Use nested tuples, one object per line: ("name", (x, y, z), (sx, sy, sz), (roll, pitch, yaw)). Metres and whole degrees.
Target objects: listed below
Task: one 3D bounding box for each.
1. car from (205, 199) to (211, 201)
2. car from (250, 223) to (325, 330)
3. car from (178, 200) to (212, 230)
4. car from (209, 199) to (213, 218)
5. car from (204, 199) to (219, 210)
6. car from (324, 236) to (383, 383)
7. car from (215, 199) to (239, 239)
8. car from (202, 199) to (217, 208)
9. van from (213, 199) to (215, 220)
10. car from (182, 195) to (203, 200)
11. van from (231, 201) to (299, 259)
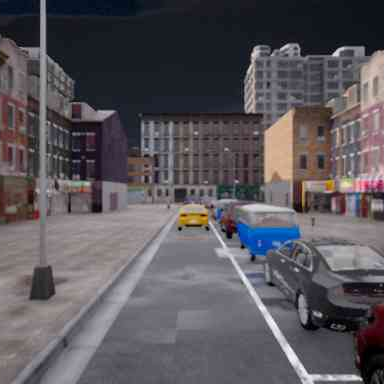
("car", (2.631, 1.570, 39.605), (1.967, 1.590, 4.097), (0, 0, 0))
("car", (2.635, 1.573, 6.752), (2.008, 1.369, 4.403), (0, 0, 0))
("car", (0.099, 1.550, 21.877), (1.882, 1.535, 5.008), (0, 0, 0))
("car", (2.632, 1.620, 28.824), (1.752, 1.417, 4.829), (0, 0, 0))
("car", (2.630, 1.673, 45.251), (1.752, 1.417, 4.829), (0, 0, 0))
("car", (2.635, 1.320, 1.278), (2.192, 1.841, 5.009), (0, 0, 0))
("car", (2.633, 1.373, 17.704), (2.192, 1.841, 5.009), (0, 0, 0))
("car", (2.630, 1.716, 50.556), (2.008, 1.369, 4.403), (0, 0, 0))
("van", (2.632, 1.417, 23.179), (1.690, 1.788, 3.998), (0, 0, 0))
("car", (0.092, 1.348, 38.379), (2.150, 2.045, 5.566), (0, 0, 0))
("van", (2.634, 1.382, 12.228), (1.690, 1.788, 3.998), (0, 0, 0))
